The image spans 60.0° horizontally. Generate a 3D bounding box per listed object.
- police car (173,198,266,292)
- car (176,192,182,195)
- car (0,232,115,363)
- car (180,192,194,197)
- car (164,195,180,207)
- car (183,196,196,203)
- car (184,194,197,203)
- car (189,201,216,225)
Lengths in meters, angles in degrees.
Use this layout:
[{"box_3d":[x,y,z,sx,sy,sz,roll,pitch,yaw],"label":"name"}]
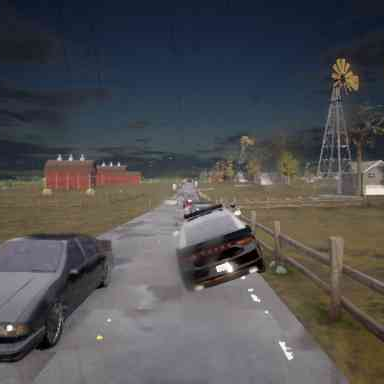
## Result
[{"box_3d":[0.529,1.199,9.227,1.930,1.638,5.238,-18,3,0],"label":"police car"},{"box_3d":[-3.149,0.574,89.511,2.033,1.411,5.357,0,2,0],"label":"car"},{"box_3d":[-2.878,1.541,6.480,2.033,1.411,5.357,0,0,0],"label":"car"},{"box_3d":[-0.195,1.237,47.063,2.097,1.767,4.553,0,0,0],"label":"car"},{"box_3d":[-3.061,1.475,48.247,1.895,1.301,4.718,0,1,0],"label":"car"},{"box_3d":[0.667,1.308,19.108,2.097,1.767,4.553,-1,0,0],"label":"car"},{"box_3d":[-0.269,1.209,60.581,2.128,1.511,4.902,0,1,0],"label":"car"},{"box_3d":[0.714,1.471,25.149,1.837,1.490,4.892,0,0,0],"label":"car"}]
